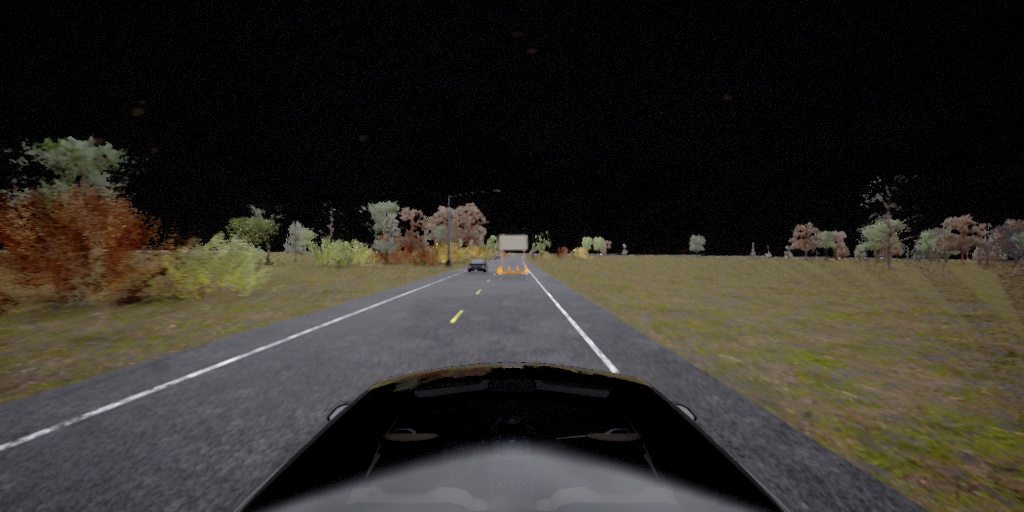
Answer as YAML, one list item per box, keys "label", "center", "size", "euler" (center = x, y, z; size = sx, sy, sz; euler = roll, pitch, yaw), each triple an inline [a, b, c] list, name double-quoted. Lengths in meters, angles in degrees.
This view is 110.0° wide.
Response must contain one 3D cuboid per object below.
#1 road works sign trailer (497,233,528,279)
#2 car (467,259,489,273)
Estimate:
- label: "road works sign trailer"
  center: [0.096, -0.026, 28.608]
  size: [2.380, 3.560, 2.880]
  euler: [0, 0, 0]
- label: "car"
  center: [-3.432, 0.981, 37.113]
  size: [2.033, 1.411, 5.357]
  euler: [0, 0, 1]
